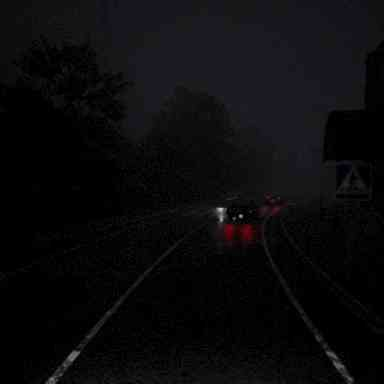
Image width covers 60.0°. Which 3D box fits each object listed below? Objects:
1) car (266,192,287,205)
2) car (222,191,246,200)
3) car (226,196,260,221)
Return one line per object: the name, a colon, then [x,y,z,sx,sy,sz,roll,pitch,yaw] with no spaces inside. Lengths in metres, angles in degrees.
car: [10.217,0.784,40.215,1.812,1.442,4.674,2,2,25]
car: [4.796,0.484,37.514,1.812,1.442,4.674,2,2,24]
car: [3.853,1.257,24.095,1.895,1.301,4.718,1,2,16]
